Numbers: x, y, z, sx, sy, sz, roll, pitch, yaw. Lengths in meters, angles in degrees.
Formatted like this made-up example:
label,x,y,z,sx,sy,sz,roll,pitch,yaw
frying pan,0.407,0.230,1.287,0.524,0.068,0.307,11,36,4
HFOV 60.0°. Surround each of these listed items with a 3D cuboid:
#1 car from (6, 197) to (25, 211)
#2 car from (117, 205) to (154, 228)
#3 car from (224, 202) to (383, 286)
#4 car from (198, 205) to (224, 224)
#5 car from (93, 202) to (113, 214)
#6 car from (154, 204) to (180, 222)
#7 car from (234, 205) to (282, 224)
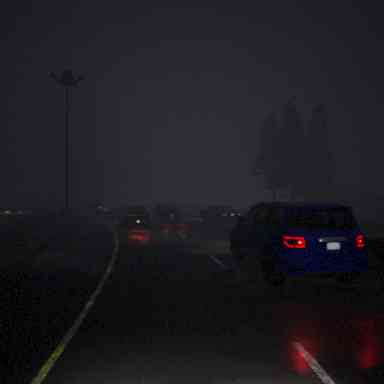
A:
label,x,y,z,sx,sy,sz,roll,pitch,yaw
car,-26.608,1.783,50.252,2.150,2.045,5.566,0,-1,-23
car,-4.371,1.736,24.686,1.837,1.490,4.892,0,0,-18
car,2.726,1.290,9.876,2.150,2.045,5.566,0,-1,-7
car,2.204,1.763,27.297,2.033,1.411,5.357,0,-1,-19
car,-11.013,1.927,41.103,1.812,1.442,4.674,0,0,-23
car,-2.416,1.785,29.566,1.812,1.442,4.674,0,-1,-20
car,5.502,1.807,28.251,1.895,1.301,4.718,0,-1,-18
